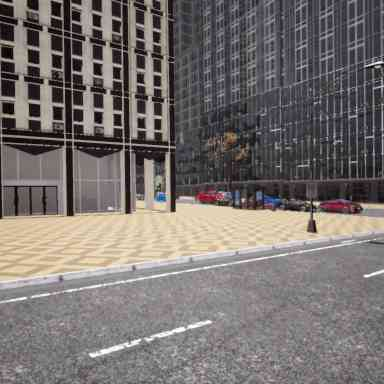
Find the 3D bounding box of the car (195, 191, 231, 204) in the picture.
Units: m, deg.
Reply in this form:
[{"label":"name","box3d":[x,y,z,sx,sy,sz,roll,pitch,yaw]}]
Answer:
[{"label":"car","box3d":[3.316,0.873,51.634,2.150,2.045,5.566,-1,1,-34]}]

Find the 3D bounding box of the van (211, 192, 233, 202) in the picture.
[{"label":"van","box3d":[5.343,0.855,58.939,1.690,1.788,3.998,0,1,-34]}]

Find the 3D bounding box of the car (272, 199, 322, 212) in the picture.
[{"label":"car","box3d":[11.111,1.424,35.364,1.947,1.339,4.313,0,1,-34]}]

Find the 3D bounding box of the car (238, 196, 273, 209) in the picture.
[{"label":"car","box3d":[7.924,1.388,40.073,1.802,1.307,4.206,0,1,-34]}]

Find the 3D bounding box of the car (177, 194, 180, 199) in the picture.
[{"label":"car","box3d":[-4.257,0.935,73.034,1.802,1.307,4.206,0,1,-34]}]

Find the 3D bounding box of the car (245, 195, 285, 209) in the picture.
[{"label":"car","box3d":[9.306,1.226,42.832,1.882,1.535,5.008,-1,1,-34]}]

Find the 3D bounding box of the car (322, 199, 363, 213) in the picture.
[{"label":"car","box3d":[15.197,1.408,34.181,1.994,1.385,4.181,-1,1,-34]}]

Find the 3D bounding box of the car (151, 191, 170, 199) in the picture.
[{"label":"car","box3d":[-7.457,0.614,77.727,2.192,1.841,5.009,0,1,-34]}]

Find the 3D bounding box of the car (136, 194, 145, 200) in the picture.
[{"label":"car","box3d":[-11.183,1.039,68.316,2.008,1.369,4.403,0,1,-34]}]

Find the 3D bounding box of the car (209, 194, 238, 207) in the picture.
[{"label":"car","box3d":[4.773,1.319,44.803,1.947,1.339,4.313,0,1,-34]}]

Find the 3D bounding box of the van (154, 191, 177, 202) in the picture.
[{"label":"van","box3d":[-4.782,0.937,58.920,1.690,1.788,3.998,0,1,-34]}]

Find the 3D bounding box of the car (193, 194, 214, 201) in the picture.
[{"label":"car","box3d":[2.143,1.043,63.639,1.802,1.307,4.206,0,1,-34]}]

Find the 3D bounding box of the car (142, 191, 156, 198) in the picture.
[{"label":"car","box3d":[-10.658,0.685,82.426,1.967,1.590,4.097,0,1,-34]}]
